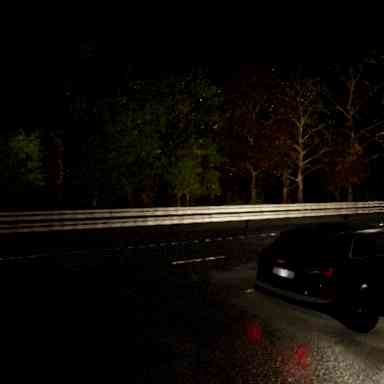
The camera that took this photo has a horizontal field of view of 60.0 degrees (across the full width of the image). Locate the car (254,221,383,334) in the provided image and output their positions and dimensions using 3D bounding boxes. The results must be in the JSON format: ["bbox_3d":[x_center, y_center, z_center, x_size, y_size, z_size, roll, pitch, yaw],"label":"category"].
[{"bbox_3d":[3.461,1.424,6.753,4.856,1.649,2.033,0,0,-31],"label":"car"}]
